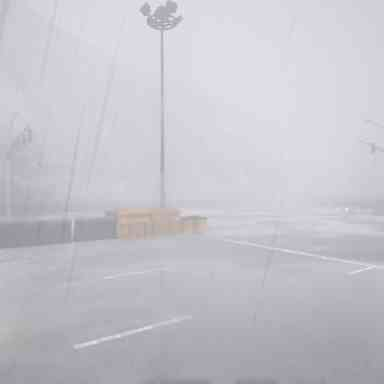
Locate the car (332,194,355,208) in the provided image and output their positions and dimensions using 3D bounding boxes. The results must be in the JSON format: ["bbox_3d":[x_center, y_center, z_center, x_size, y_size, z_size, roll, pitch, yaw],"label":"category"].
[{"bbox_3d":[21.943,1.376,45.512,5.357,1.411,2.033,0,0,-36],"label":"car"}]

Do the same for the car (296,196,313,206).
[{"bbox_3d":[18.126,1.319,51.378,4.902,1.511,2.128,0,0,-36],"label":"car"}]

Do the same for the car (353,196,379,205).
[{"bbox_3d":[28.526,1.346,54.467,4.181,1.385,1.994,0,0,-34],"label":"car"}]

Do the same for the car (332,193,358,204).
[{"bbox_3d":[26.267,1.136,57.164,4.553,1.767,2.097,0,0,-35],"label":"car"}]

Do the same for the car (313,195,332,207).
[{"bbox_3d":[20.395,1.178,48.698,4.553,1.767,2.097,0,0,-35],"label":"car"}]

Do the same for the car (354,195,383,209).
[{"bbox_3d":[22.902,1.360,41.890,4.674,1.442,1.812,0,0,-35],"label":"car"}]

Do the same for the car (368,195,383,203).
[{"bbox_3d":[36.320,1.269,64.281,5.357,1.411,2.033,0,0,-36],"label":"car"}]
